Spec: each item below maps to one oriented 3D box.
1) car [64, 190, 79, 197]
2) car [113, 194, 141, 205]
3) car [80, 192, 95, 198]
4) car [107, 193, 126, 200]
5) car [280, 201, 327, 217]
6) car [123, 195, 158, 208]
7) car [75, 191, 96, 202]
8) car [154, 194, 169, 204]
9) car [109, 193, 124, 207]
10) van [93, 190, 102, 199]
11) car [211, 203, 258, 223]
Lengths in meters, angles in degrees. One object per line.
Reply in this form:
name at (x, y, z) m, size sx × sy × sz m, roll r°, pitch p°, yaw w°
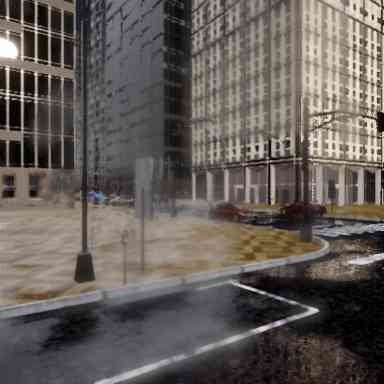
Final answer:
car at (-31.574, 0.345, 87.234) m, size 2.192 × 1.841 × 5.009 m, roll 1°, pitch 0°, yaw -38°
car at (-9.504, 1.088, 48.085) m, size 2.033 × 1.411 × 5.357 m, roll 0°, pitch 1°, yaw -33°
car at (-24.781, 0.700, 78.507) m, size 1.887 × 1.381 × 4.507 m, roll 1°, pitch 0°, yaw -38°
car at (-14.862, 0.908, 65.247) m, size 1.947 × 1.339 × 4.313 m, roll 1°, pitch 0°, yaw -36°
car at (9.516, 1.415, 28.592) m, size 1.802 × 1.307 × 4.206 m, roll 1°, pitch 0°, yaw -32°
car at (-5.958, 1.240, 37.924) m, size 1.802 × 1.307 × 4.206 m, roll 1°, pitch 0°, yaw -33°
car at (-18.372, 0.952, 56.356) m, size 1.887 × 1.381 × 4.507 m, roll 1°, pitch 0°, yaw -35°
car at (-5.277, 0.969, 51.757) m, size 1.967 × 1.590 × 4.097 m, roll 1°, pitch 0°, yaw -34°
car at (-8.887, 1.123, 42.433) m, size 1.752 × 1.417 × 4.829 m, roll 1°, pitch 0°, yaw -33°
van at (-21.418, 0.559, 74.120) m, size 1.690 × 1.788 × 3.998 m, roll 1°, pitch 0°, yaw -37°
car at (2.877, 1.425, 23.929) m, size 1.802 × 1.307 × 4.206 m, roll 1°, pitch 0°, yaw -32°
